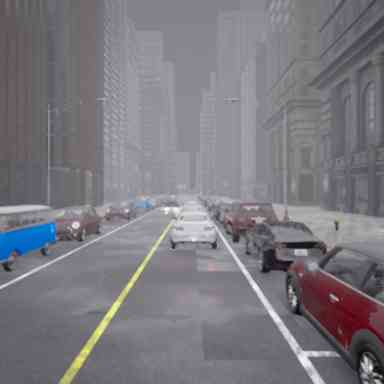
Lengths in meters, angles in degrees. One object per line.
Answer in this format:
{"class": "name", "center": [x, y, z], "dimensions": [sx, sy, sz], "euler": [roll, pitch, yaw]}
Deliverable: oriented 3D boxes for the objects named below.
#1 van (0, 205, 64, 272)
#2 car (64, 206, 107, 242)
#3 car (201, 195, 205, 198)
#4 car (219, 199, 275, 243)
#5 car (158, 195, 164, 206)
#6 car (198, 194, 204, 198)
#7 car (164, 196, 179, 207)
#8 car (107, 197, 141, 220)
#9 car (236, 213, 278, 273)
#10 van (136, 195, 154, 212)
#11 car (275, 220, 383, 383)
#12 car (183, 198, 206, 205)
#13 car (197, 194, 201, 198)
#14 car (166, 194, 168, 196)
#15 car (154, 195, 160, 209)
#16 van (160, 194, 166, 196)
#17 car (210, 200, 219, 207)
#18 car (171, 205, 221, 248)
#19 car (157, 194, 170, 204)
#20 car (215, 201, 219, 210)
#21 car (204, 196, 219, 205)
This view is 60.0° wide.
{"class": "van", "center": [-5.764, 1.344, 10.513], "dimensions": [1.690, 1.788, 3.998], "euler": [0, 0, 0]}
{"class": "car", "center": [-5.763, 1.445, 16.149], "dimensions": [1.967, 1.590, 4.097], "euler": [0, 0, 0]}
{"class": "car", "center": [2.766, 1.586, 49.975], "dimensions": [1.947, 1.339, 4.313], "euler": [0, 0, 0]}
{"class": "car", "center": [2.761, 1.321, 16.158], "dimensions": [2.192, 1.841, 5.009], "euler": [0, 0, 0]}
{"class": "car", "center": [-5.759, 1.571, 49.969], "dimensions": [2.008, 1.369, 4.403], "euler": [0, 0, 0]}
{"class": "car", "center": [2.768, 1.616, 66.884], "dimensions": [1.802, 1.307, 4.206], "euler": [0, 0, 0]}
{"class": "car", "center": [-3.076, 1.621, 50.805], "dimensions": [1.895, 1.301, 4.718], "euler": [0, 0, 0]}
{"class": "car", "center": [-5.762, 1.449, 27.423], "dimensions": [1.967, 1.590, 4.097], "euler": [0, 0, 0]}
{"class": "car", "center": [2.762, 1.570, 10.521], "dimensions": [1.947, 1.339, 4.313], "euler": [0, 0, 0]}
{"class": "van", "center": [-5.761, 1.355, 38.696], "dimensions": [1.690, 1.788, 3.998], "euler": [0, 0, 0]}
{"class": "car", "center": [2.761, 1.442, 4.884], "dimensions": [1.967, 1.590, 4.097], "euler": [0, 0, 0]}
{"class": "car", "center": [0.079, 1.536, 29.966], "dimensions": [1.812, 1.442, 4.674], "euler": [0, 0, 0]}
{"class": "car", "center": [2.769, 1.625, 78.157], "dimensions": [1.802, 1.307, 4.206], "euler": [0, 0, 0]}
{"class": "car", "center": [-5.759, 1.469, 61.242], "dimensions": [1.967, 1.590, 4.097], "euler": [0, 0, 0]}
{"class": "car", "center": [-5.760, 1.542, 44.163], "dimensions": [1.752, 1.417, 4.829], "euler": [0, 0, 0]}
{"class": "van", "center": [-5.760, 1.365, 55.606], "dimensions": [1.690, 1.788, 3.998], "euler": [0, 0, 0]}
{"class": "car", "center": [2.763, 1.575, 27.430], "dimensions": [1.947, 1.339, 4.313], "euler": [0, 0, 0]}
{"class": "car", "center": [0.074, 1.531, 14.737], "dimensions": [1.812, 1.442, 4.674], "euler": [0, 0, 0]}
{"class": "car", "center": [-5.758, 1.348, 66.879], "dimensions": [2.192, 1.841, 5.009], "euler": [0, 0, 0]}
{"class": "car", "center": [2.763, 1.552, 21.794], "dimensions": [1.887, 1.381, 4.507], "euler": [0, 0, 0]}
{"class": "car", "center": [2.764, 1.454, 38.702], "dimensions": [1.967, 1.590, 4.097], "euler": [0, 0, 0]}
